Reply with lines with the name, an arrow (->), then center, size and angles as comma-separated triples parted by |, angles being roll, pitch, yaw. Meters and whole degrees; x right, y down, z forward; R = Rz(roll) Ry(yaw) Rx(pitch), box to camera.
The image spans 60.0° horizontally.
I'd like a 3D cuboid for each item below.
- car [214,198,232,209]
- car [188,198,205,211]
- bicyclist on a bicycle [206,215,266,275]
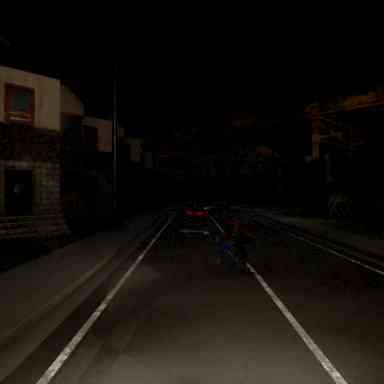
car -> 4.145, 1.547, 44.434 | 2.033, 1.411, 5.357 | 0, 0, 11
car -> 0.549, 1.491, 41.047 | 2.128, 1.511, 4.902 | 0, 0, 5
bicyclist on a bicycle -> 1.181, 1.453, 9.004 | 1.656, 1.620, 0.582 | -1, 0, 0
